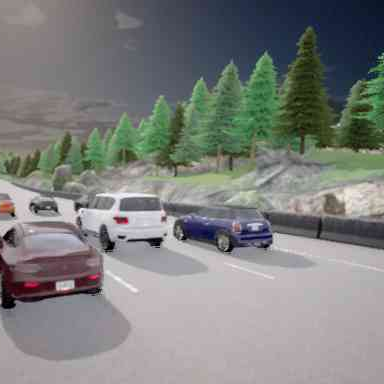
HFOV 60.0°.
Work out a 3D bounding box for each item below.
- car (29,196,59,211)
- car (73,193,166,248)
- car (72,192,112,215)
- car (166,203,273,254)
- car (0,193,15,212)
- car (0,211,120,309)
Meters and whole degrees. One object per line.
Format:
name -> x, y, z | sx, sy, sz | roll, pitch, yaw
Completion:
car -> -12.721, 1.036, 28.518 | 1.812, 1.442, 4.674 | 1, 1, -33
car -> -3.001, 1.051, 13.458 | 2.150, 2.045, 5.566 | 1, 0, -33
car -> -8.761, 0.941, 28.839 | 2.097, 1.767, 4.553 | 1, 1, -33
car -> 1.088, 1.264, 13.573 | 2.097, 1.767, 4.553 | 1, 1, -33
car -> -14.641, 0.851, 25.042 | 2.097, 1.767, 4.553 | 1, 1, -33
car -> -3.415, 1.393, 7.636 | 1.812, 1.442, 4.674 | 1, 1, -33
